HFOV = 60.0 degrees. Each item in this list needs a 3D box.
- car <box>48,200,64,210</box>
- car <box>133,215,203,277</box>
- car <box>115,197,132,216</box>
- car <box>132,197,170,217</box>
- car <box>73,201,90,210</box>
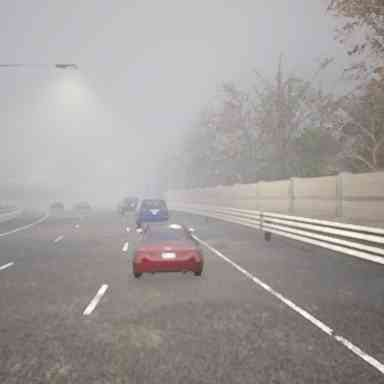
[{"bbox_3d":[-20.897,1.983,51.132,1.837,1.490,4.892,0,-1,-29],"label":"car"},{"bbox_3d":[-0.831,1.657,10.677,1.994,1.385,4.181,0,-1,-6],"label":"car"},{"bbox_3d":[-7.067,1.562,37.761,2.150,2.045,5.566,0,0,-18],"label":"car"},{"bbox_3d":[-2.957,1.438,23.995,2.150,2.045,5.566,0,0,-12],"label":"car"},{"bbox_3d":[-17.211,2.039,51.677,1.994,1.385,4.181,0,-1,-29],"label":"car"}]
